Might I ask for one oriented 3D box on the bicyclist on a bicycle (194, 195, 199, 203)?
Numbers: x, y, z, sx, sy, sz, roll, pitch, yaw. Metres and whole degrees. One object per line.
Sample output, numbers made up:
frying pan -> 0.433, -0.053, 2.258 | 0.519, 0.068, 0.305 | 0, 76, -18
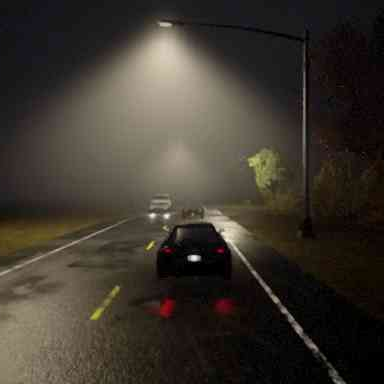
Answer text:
bicyclist on a bicycle -> 0.952, 1.503, 70.472 | 0.866, 1.612, 1.509 | 0, 0, 0

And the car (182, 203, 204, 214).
car -> 0.089, 1.639, 30.819 | 1.895, 1.301, 4.718 | 0, 0, 0

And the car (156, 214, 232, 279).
car -> 0.071, 1.578, 10.109 | 1.994, 1.385, 4.181 | 0, 0, 1

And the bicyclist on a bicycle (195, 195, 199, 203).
bicyclist on a bicycle -> 0.956, 1.428, 61.471 | 0.659, 1.776, 1.843 | 0, 0, 0

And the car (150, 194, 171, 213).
car -> -3.601, 1.265, 38.837 | 2.150, 2.045, 5.566 | 0, 0, 0
